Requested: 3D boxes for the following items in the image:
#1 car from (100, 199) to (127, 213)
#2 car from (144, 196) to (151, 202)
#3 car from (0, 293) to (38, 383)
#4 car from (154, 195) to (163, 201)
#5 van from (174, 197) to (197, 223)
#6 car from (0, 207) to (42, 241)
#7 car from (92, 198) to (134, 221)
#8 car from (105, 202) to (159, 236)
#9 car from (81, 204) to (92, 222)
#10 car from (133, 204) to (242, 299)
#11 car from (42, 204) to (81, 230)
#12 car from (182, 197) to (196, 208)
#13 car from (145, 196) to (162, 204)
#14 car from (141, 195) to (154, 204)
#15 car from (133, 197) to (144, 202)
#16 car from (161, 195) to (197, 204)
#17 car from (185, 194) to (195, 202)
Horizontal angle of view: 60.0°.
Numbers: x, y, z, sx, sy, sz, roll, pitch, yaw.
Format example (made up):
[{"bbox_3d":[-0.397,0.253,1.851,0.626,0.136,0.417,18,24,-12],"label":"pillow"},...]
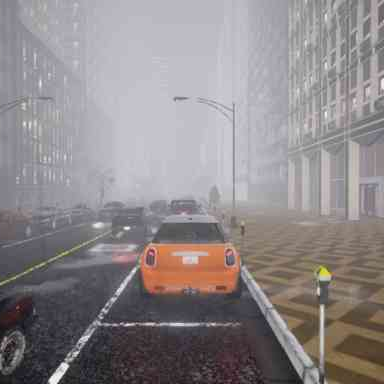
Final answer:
[{"bbox_3d":[-8.844,1.544,37.723,2.008,1.369,4.403,-1,0,0],"label":"car"},{"bbox_3d":[-8.843,1.570,60.458,1.802,1.307,4.206,-1,0,0],"label":"car"},{"bbox_3d":[-3.049,1.600,2.461,1.895,1.301,4.718,0,0,0],"label":"car"},{"bbox_3d":[-8.844,1.545,88.876,1.947,1.339,4.313,-1,0,0],"label":"car"},{"bbox_3d":[-0.465,1.336,26.356,1.690,1.788,3.998,-1,0,0],"label":"van"},{"bbox_3d":[-8.843,1.542,14.989,1.887,1.381,4.507,-1,0,0],"label":"car"},{"bbox_3d":[-6.244,1.500,26.884,1.837,1.490,4.892,0,0,0],"label":"car"},{"bbox_3d":[-3.145,1.501,18.507,1.837,1.490,4.892,0,0,0],"label":"car"},{"bbox_3d":[-8.843,1.577,26.356,1.802,1.307,4.206,-1,0,0],"label":"car"},{"bbox_3d":[-0.033,1.351,8.621,2.097,1.767,4.553,0,0,0],"label":"car"},{"bbox_3d":[-8.844,1.547,20.672,2.008,1.369,4.403,-1,0,0],"label":"car"},{"bbox_3d":[-0.463,1.541,49.090,2.008,1.369,4.403,-1,0,0],"label":"car"},{"bbox_3d":[-3.050,1.472,32.602,1.882,1.535,5.008,0,0,0],"label":"car"},{"bbox_3d":[-8.845,1.426,66.141,1.967,1.590,4.097,-1,0,0],"label":"car"},{"bbox_3d":[-8.843,1.541,49.090,2.008,1.369,4.403,-1,0,0],"label":"car"},{"bbox_3d":[-0.465,1.311,20.672,2.192,1.841,5.009,-1,0,0],"label":"car"},{"bbox_3d":[-0.465,1.298,77.509,2.192,1.841,5.009,-1,0,0],"label":"car"}]
